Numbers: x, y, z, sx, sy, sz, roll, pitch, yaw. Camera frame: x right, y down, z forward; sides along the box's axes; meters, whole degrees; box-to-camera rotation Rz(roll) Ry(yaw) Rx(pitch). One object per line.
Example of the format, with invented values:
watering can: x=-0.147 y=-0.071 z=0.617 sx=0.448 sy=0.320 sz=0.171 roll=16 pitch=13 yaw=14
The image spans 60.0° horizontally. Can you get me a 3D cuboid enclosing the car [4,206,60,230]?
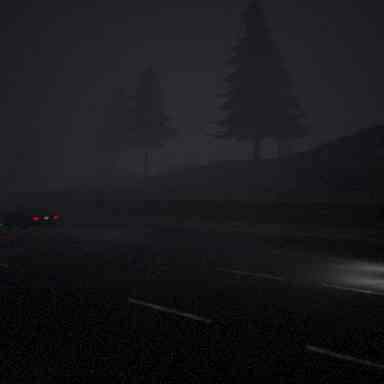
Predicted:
car: x=-10.413 y=1.580 z=21.273 sx=5.357 sy=1.411 sz=2.033 roll=0 pitch=0 yaw=42

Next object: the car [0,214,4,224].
car: x=-12.587 y=1.510 z=18.570 sx=5.008 sy=1.535 sz=1.882 roll=0 pitch=0 yaw=42
